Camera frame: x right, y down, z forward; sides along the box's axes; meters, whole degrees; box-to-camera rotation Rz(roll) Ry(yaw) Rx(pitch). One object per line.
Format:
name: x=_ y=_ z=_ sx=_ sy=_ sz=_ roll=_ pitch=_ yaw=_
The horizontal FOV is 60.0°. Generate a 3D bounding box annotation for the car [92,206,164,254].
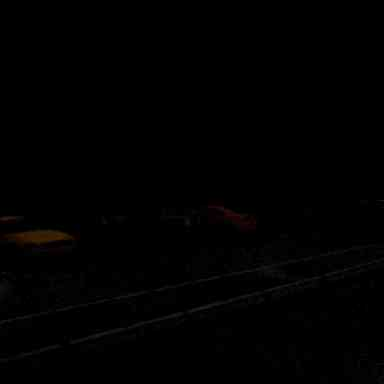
car: x=-3.841 y=1.475 z=13.360 sx=4.892 sy=1.521 sz=2.231 roll=-1 pitch=0 yaw=34

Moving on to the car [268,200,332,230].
car: x=5.670 y=1.419 z=20.418 sx=4.792 sy=1.488 sz=2.163 roll=-1 pitch=0 yaw=33

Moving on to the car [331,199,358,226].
car: x=8.090 y=1.396 z=22.181 sx=4.792 sy=1.488 sz=2.163 roll=-1 pitch=-1 yaw=33

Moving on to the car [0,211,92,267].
car: x=-6.098 y=1.490 z=11.528 sx=5.366 sy=1.575 sz=1.946 roll=-1 pitch=-1 yaw=34

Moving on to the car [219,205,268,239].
car: x=0.953 y=1.431 z=16.855 sx=5.008 sy=1.535 sz=2.097 roll=-1 pitch=0 yaw=34

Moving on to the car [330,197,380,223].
car: x=10.413 y=1.346 z=23.992 sx=5.008 sy=1.535 sz=2.097 roll=-1 pitch=0 yaw=33

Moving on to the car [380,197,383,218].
car: x=12.721 y=1.200 z=25.837 sx=4.553 sy=1.767 sz=2.185 roll=-1 pitch=-1 yaw=32

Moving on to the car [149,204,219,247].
car: x=-1.420 y=1.326 z=15.091 sx=4.553 sy=1.767 sz=2.185 roll=-1 pitch=0 yaw=34
